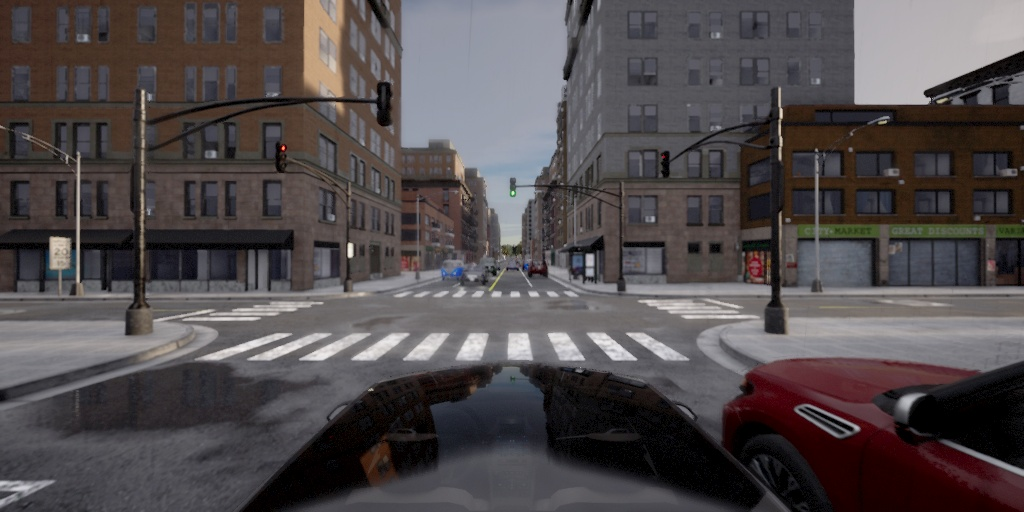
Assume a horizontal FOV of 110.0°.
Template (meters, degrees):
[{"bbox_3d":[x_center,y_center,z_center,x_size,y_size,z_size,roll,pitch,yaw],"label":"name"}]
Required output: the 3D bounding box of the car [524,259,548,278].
[{"bbox_3d":[2.732,1.305,38.057,2.192,1.841,5.009,0,0,0],"label":"car"}]

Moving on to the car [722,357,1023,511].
[{"bbox_3d":[2.636,1.058,0.686,2.192,1.841,5.009,0,0,0],"label":"car"}]

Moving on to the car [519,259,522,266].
[{"bbox_3d":[2.728,1.446,59.682,2.192,1.841,5.009,0,0,0],"label":"car"}]

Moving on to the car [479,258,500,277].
[{"bbox_3d":[-2.818,1.224,40.405,2.150,2.045,5.566,0,0,0],"label":"car"}]

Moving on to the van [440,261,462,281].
[{"bbox_3d":[-5.385,1.295,32.655,1.690,1.789,3.998,0,0,0],"label":"van"}]

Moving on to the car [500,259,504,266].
[{"bbox_3d":[-2.763,1.655,56.098,2.033,1.411,5.357,0,0,1],"label":"car"}]

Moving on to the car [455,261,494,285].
[{"bbox_3d":[-2.832,1.415,27.914,2.128,1.511,4.902,0,0,0],"label":"car"}]

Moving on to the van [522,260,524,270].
[{"bbox_3d":[2.729,1.437,54.275,1.690,1.789,3.998,0,0,0],"label":"van"}]

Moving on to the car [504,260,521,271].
[{"bbox_3d":[0.095,1.681,57.486,1.994,1.385,4.181,0,0,1],"label":"car"}]
